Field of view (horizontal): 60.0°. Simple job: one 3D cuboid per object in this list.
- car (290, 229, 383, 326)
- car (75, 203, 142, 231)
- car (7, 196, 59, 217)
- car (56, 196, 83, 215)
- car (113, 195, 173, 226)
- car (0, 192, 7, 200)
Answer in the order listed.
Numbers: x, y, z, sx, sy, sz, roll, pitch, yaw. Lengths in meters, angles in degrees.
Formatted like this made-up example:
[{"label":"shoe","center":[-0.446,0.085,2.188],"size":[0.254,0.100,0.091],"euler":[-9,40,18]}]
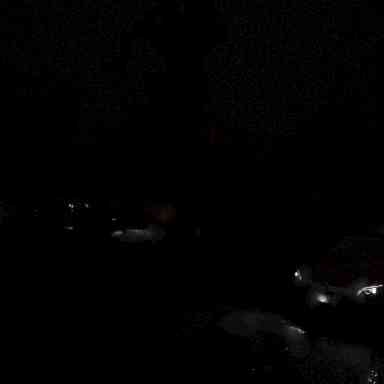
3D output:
[{"label":"car","center":[4.073,1.581,7.249],"size":[4.674,1.442,1.812],"euler":[0,0,-39]},{"label":"car","center":[-5.500,1.649,21.608],"size":[4.181,1.385,1.994],"euler":[1,0,43]},{"label":"car","center":[-14.361,1.402,29.866],"size":[5.357,1.411,2.033],"euler":[2,1,43]},{"label":"car","center":[-11.924,1.218,32.382],"size":[4.553,1.767,2.097],"euler":[2,1,43]},{"label":"car","center":[-3.858,1.304,24.862],"size":[5.566,2.045,2.150],"euler":[1,0,43]},{"label":"car","center":[-26.734,0.631,46.291],"size":[4.718,1.301,1.895],"euler":[4,2,43]}]
